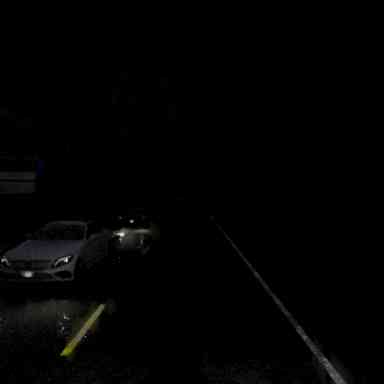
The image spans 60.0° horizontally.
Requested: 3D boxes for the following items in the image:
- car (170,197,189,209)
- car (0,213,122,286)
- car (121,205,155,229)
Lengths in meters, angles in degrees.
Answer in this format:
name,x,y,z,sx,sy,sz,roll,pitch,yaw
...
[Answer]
name,x,y,z,sx,sy,sz,roll,pitch,yaw
car,-1.694,1.428,44.445,1.882,1.535,5.008,0,0,-13
car,-3.537,1.515,9.544,1.812,1.442,4.674,0,0,1
car,-3.531,1.540,21.525,1.994,1.385,4.181,0,0,1
